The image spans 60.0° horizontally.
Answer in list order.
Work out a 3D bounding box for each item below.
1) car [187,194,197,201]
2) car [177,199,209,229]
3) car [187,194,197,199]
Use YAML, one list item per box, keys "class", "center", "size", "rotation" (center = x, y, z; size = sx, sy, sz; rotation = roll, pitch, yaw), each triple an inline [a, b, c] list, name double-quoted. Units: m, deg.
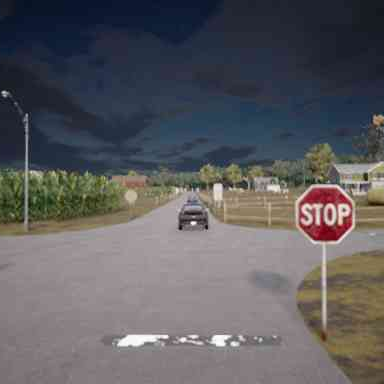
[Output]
- class: "car"
  center: [0.051, 1.206, 71.513]
  size: [2.033, 1.411, 5.357]
  rotation: [0, 0, 0]
- class: "car"
  center: [0.093, 1.530, 22.174]
  size: [1.837, 1.490, 4.892]
  rotation: [-1, 1, 0]
- class: "car"
  center: [0.044, 1.446, 61.506]
  size: [1.994, 1.385, 4.181]
  rotation: [0, 0, 0]
